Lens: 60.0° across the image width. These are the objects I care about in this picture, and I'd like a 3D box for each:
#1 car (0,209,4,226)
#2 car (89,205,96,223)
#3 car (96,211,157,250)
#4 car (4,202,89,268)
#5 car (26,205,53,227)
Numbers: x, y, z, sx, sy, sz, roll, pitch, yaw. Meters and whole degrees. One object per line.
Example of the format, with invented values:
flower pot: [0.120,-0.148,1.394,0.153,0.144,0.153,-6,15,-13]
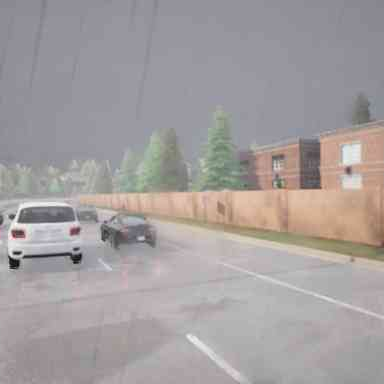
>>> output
car: [-15.300,1.807,25.038,2.128,1.511,4.902,0,-1,-24]
car: [-9.241,1.857,28.625,1.812,1.442,4.674,0,0,-24]
car: [-3.002,1.697,15.372,1.812,1.442,4.674,0,0,-25]
car: [-5.366,1.370,12.164,2.150,2.045,5.566,0,0,-25]
car: [-12.419,1.853,27.158,1.812,1.442,4.674,0,0,-24]
